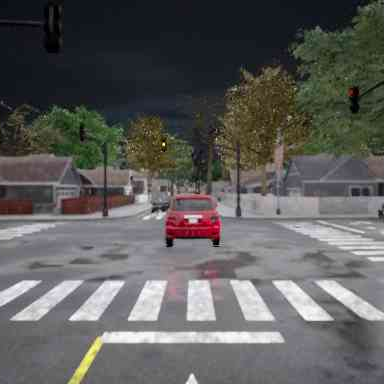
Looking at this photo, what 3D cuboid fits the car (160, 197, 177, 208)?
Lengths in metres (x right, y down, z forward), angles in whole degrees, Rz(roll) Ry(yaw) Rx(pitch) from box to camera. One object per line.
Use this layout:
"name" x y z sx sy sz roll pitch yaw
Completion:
"car" -3.039 1.360 44.290 1.994 1.385 4.181 0 0 0

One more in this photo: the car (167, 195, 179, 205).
"car" -3.065 1.280 54.540 1.812 1.442 4.674 0 0 0

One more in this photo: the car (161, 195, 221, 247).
"car" -0.001 1.135 14.780 2.150 2.045 5.566 0 0 -1

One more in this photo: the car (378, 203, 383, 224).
"car" 13.381 1.163 18.775 4.553 1.767 2.097 0 0 0

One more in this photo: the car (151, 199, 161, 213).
"car" -3.052 1.385 34.402 2.033 1.411 5.357 0 0 0
